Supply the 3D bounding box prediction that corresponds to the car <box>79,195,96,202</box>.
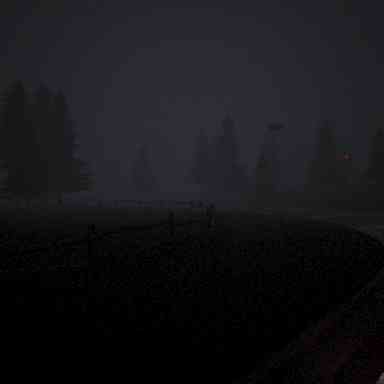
[{"bbox_3d":[-23.192,1.471,73.979,4.892,1.490,1.837,0,0,41],"label":"car"}]
